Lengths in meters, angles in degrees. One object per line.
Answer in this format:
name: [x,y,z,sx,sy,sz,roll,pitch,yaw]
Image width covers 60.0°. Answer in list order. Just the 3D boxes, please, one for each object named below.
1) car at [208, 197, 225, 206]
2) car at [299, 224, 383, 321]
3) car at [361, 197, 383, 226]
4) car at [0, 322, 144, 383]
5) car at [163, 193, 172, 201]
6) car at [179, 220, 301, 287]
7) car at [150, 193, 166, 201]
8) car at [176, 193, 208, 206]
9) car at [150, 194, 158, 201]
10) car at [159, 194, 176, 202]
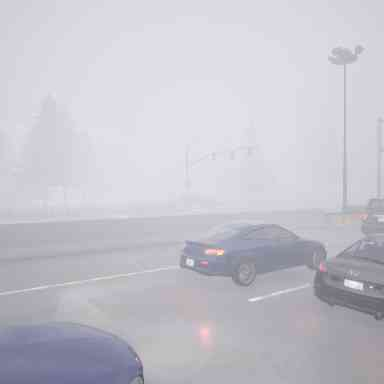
car: [3.295,1.547,55.813,2.033,1.411,5.357,0,0,-29]
car: [4.418,1.564,6.893,4.181,1.385,1.994,0,0,-35]
car: [9.908,1.223,15.103,5.566,2.045,2.150,0,0,-35]
car: [-2.500,1.526,1.928,4.674,1.442,1.812,0,0,-36]
car: [-6.650,1.224,89.722,2.150,2.045,5.566,0,0,-7]
car: [1.833,1.526,9.348,4.674,1.442,1.812,0,0,-35]
car: [-7.474,1.540,73.414,2.033,1.411,5.357,0,0,-18]
car: [-0.064,1.221,54.762,2.150,2.045,5.566,0,0,-28]
car: [-9.977,1.351,87.772,2.097,1.767,4.553,0,0,-7]
car: [-4.208,1.601,63.591,1.895,1.301,4.718,0,0,-22]
